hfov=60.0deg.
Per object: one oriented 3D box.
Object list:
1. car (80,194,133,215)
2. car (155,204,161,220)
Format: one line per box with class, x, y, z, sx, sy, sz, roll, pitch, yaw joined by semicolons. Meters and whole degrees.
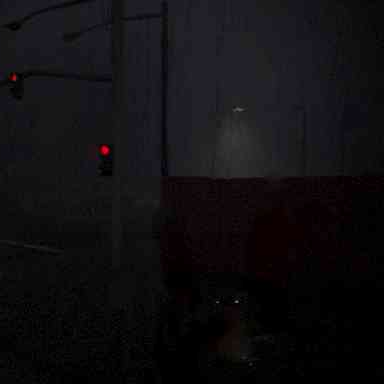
car;-8.398;1.176;33.274;2.150;2.045;5.566;0;0;36
car;-0.741;1.325;25.628;2.097;1.767;4.553;0;0;36
